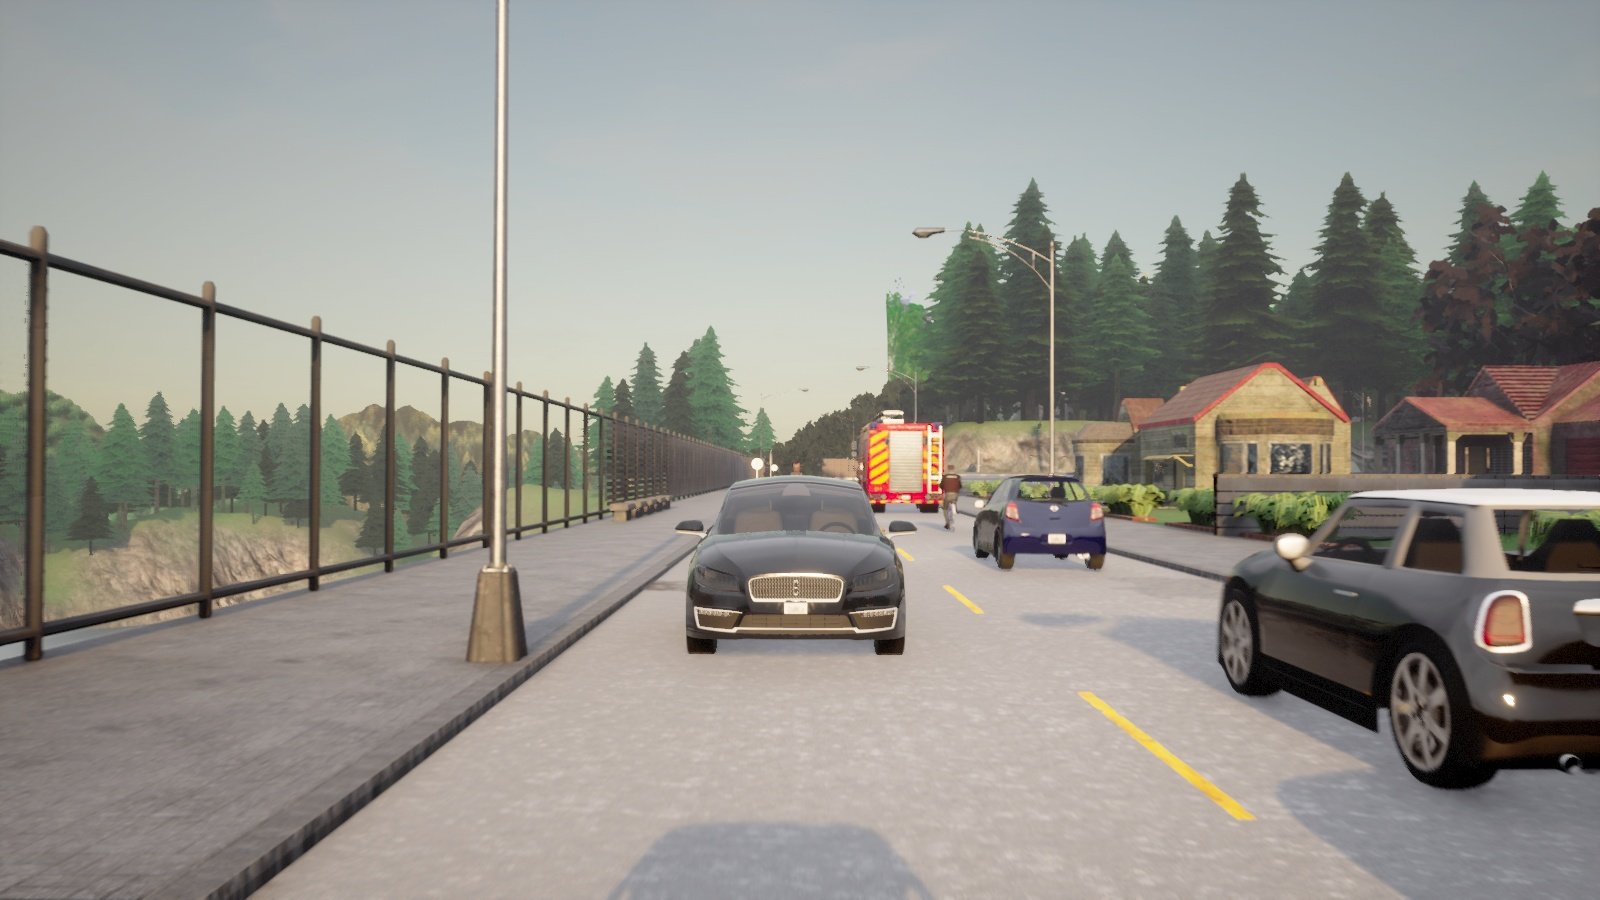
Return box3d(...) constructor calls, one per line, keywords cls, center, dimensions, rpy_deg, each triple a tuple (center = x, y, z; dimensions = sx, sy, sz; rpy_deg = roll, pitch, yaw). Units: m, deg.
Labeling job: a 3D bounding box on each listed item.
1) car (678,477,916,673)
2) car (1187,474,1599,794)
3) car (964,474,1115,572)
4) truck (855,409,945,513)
box3d(cls="car", center=(-0.030, 1.024, 12.197), dimensions=(1.837, 1.490, 4.892), rpy_deg=(0, -1, 0))
box3d(cls="car", center=(3.981, 0.894, 7.774), dimensions=(1.970, 1.475, 3.806), rpy_deg=(0, -1, 0))
box3d(cls="car", center=(3.948, 1.169, 21.300), dimensions=(1.845, 1.501, 3.633), rpy_deg=(0, -1, 0))
box3d(cls="truck", center=(3.873, 0.481, 50.581), dimensions=(2.891, 3.827, 8.468), rpy_deg=(0, -1, 0))
